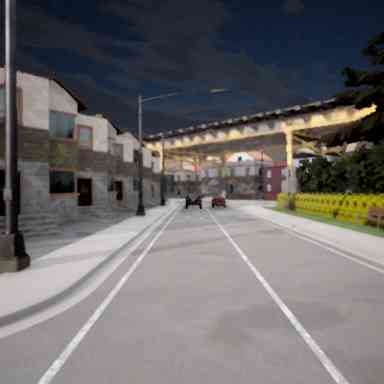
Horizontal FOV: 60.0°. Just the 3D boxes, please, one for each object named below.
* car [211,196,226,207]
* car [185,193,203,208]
[{"bbox_3d":[3.682,1.349,47.043,1.882,1.535,5.008,0,0,0],"label":"car"},{"bbox_3d":[0.277,1.114,44.972,2.150,2.045,5.566,0,0,2],"label":"car"}]
